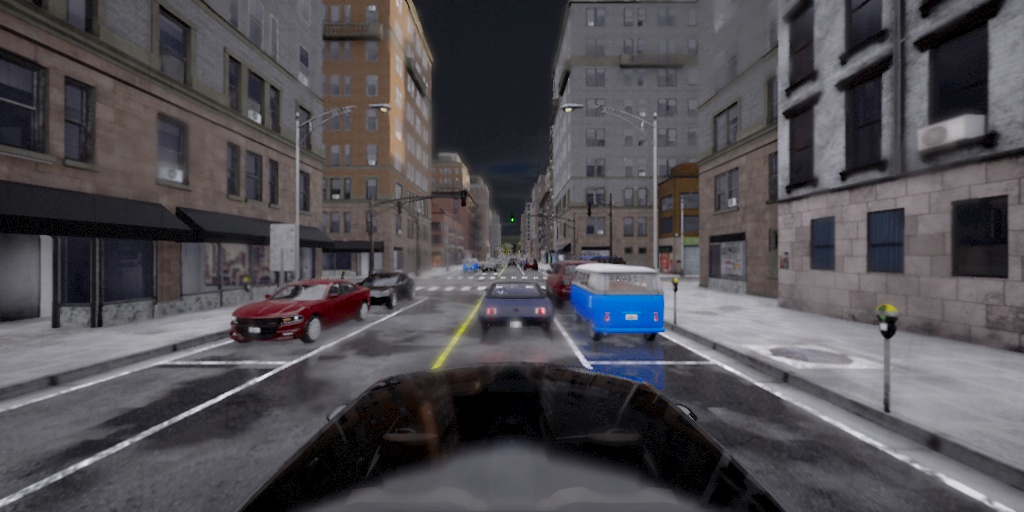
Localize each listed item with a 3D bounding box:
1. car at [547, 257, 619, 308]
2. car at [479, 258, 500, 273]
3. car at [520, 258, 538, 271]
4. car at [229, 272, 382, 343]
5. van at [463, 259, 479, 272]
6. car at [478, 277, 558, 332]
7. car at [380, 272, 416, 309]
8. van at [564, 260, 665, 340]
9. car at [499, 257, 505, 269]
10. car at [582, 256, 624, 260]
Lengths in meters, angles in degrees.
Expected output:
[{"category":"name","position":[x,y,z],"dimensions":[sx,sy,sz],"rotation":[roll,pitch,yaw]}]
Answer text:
[{"category":"car","position":[2.639,1.110,15.266],"dimensions":[2.192,1.841,5.009],"rotation":[0,0,0]},{"category":"car","position":[-2.833,1.400,46.222],"dimensions":[1.837,1.490,4.892],"rotation":[0,0,0]},{"category":"car","position":[2.713,1.230,52.637],"dimensions":[2.192,1.841,5.009],"rotation":[0,0,0]},{"category":"car","position":[-5.387,1.323,9.756],"dimensions":[1.888,1.381,4.507],"rotation":[0,0,0]},{"category":"van","position":[-5.400,1.240,47.231],"dimensions":[1.690,1.789,3.998],"rotation":[0,0,0]},{"category":"car","position":[0.103,1.382,10.935],"dimensions":[1.895,1.301,4.718],"rotation":[0,0,0]},{"category":"car","position":[-5.386,1.362,15.267],"dimensions":[1.948,1.339,4.313],"rotation":[0,0,0]},{"category":"van","position":[2.638,1.118,9.754],"dimensions":[1.690,1.789,3.998],"rotation":[0,0,0]},{"category":"car","position":[-2.792,1.300,62.864],"dimensions":[2.097,1.767,4.553],"rotation":[0,0,0]},{"category":"car","position":[7.395,1.018,26.905],"dimensions":[5.566,2.045,2.150],"rotation":[0,-1,-8]}]
